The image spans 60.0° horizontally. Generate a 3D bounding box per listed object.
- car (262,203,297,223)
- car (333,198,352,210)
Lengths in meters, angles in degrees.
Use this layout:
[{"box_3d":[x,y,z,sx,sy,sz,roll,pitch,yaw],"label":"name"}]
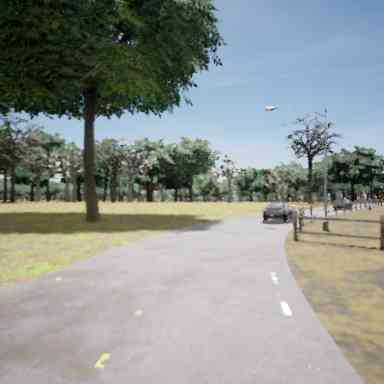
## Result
[{"box_3d":[7.190,1.594,26.900,2.128,1.511,4.902,0,0,30],"label":"car"},{"box_3d":[21.888,1.718,48.385,2.033,1.649,4.856,0,0,36],"label":"car"}]
